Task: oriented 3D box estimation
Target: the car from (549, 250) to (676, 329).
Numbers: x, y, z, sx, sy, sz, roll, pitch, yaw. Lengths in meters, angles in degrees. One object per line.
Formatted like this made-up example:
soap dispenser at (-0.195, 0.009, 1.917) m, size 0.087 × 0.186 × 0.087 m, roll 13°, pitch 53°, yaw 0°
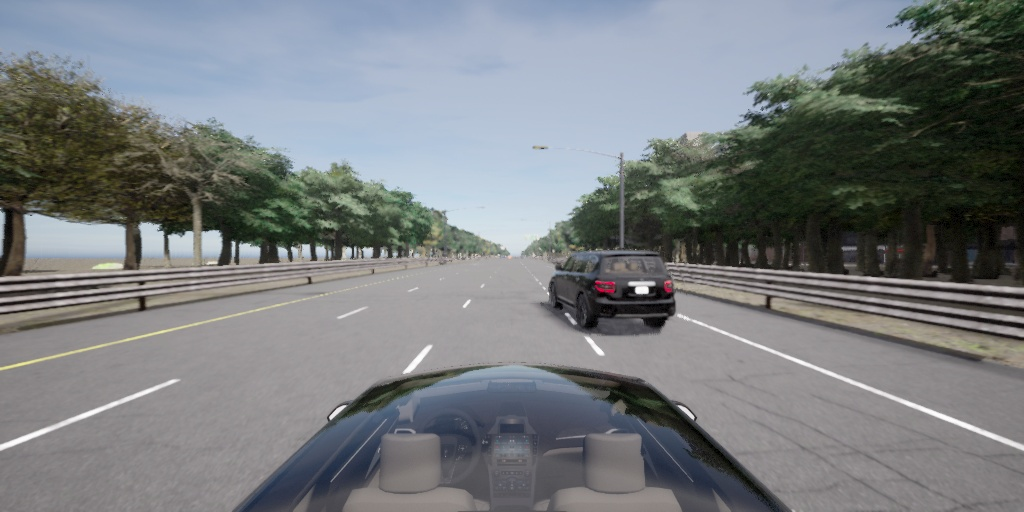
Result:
car at (2.688, 0.844, 10.929) m, size 2.150 × 2.045 × 5.566 m, roll 0°, pitch 1°, yaw -7°
